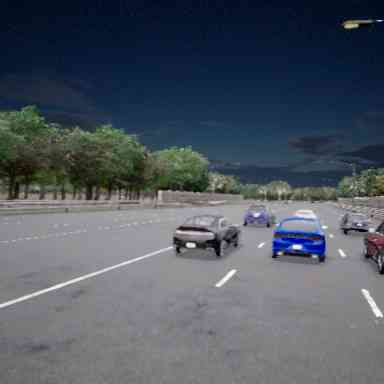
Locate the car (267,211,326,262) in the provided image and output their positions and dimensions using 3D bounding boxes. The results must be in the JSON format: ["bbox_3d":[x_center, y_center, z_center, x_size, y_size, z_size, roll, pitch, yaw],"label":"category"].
[{"bbox_3d":[4.491,1.799,13.863,1.882,1.535,5.008,1,-1,20],"label":"car"}]

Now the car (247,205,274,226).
[{"bbox_3d":[5.753,1.910,27.999,2.097,1.767,4.553,1,-1,20],"label":"car"}]

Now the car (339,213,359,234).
[{"bbox_3d":[11.643,2.216,23.741,2.033,1.411,5.357,1,-1,20],"label":"car"}]

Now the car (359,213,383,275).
[{"bbox_3d":[7.365,1.723,11.511,2.097,1.767,4.553,1,-1,20],"label":"car"}]

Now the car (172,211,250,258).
[{"bbox_3d":[0.790,1.707,13.922,2.128,1.511,4.902,1,-1,20],"label":"car"}]
